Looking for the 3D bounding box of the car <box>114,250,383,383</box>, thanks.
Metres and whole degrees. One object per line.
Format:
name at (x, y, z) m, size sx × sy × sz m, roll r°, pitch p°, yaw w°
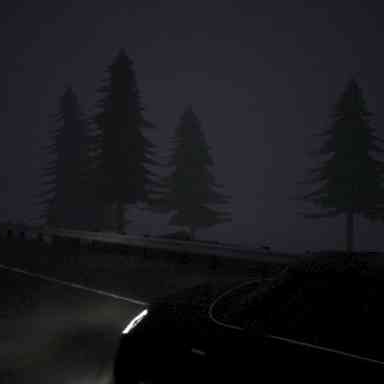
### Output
car at (1.398, 1.357, 3.034) m, size 4.553 × 1.767 × 2.097 m, roll 0°, pitch 0°, yaw 35°
